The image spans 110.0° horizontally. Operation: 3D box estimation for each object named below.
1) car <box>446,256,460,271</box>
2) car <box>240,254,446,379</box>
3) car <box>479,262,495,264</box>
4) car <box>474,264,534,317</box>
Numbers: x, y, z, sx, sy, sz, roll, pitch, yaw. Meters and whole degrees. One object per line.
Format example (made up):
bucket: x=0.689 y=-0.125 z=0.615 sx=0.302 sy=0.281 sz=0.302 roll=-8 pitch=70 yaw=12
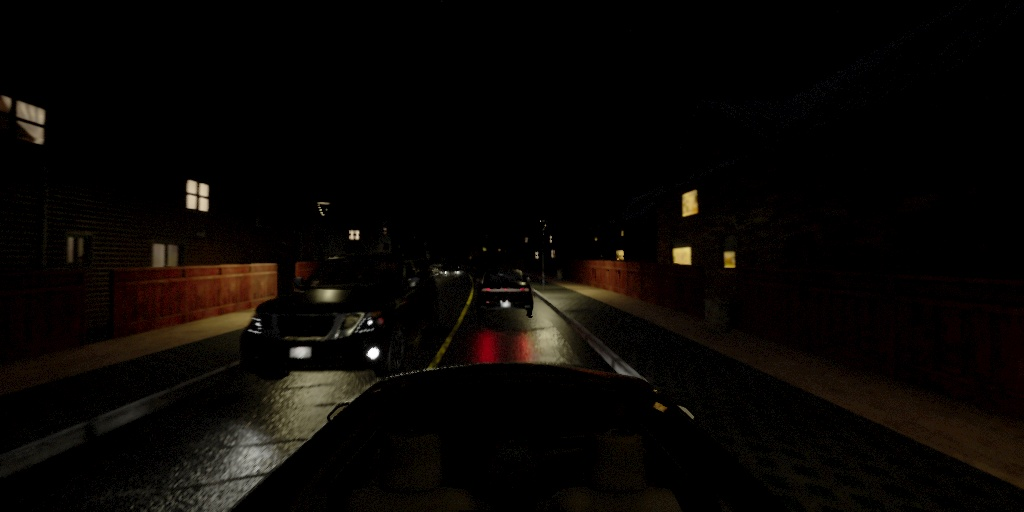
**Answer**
car: x=-8.603 y=1.046 z=50.569 sx=2.150 sy=2.045 sz=5.566 roll=0 pitch=0 yaw=-13
car: x=-3.000 y=0.968 z=7.693 sx=2.150 sy=2.045 sz=5.566 roll=0 pitch=0 yaw=-2
car: x=-2.382 y=1.261 z=33.370 sx=1.837 sy=1.490 sz=4.892 roll=0 pitch=0 yaw=-8
car: x=-0.306 y=1.229 z=13.079 sx=2.128 sy=1.511 sz=4.902 roll=0 pitch=0 yaw=-3
